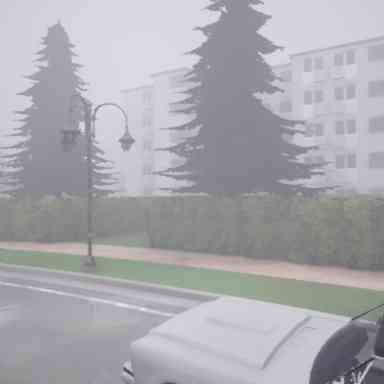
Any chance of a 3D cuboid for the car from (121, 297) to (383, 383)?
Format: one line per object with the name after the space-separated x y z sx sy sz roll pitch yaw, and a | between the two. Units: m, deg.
1.662 1.598 2.589 4.718 1.301 1.895 -1 0 35 | car
